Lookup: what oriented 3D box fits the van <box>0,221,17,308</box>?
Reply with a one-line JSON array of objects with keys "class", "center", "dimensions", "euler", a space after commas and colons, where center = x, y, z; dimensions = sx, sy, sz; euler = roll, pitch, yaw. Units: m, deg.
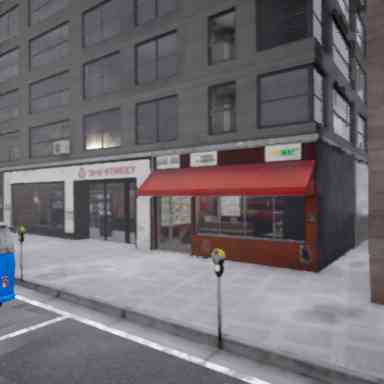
[{"class": "van", "center": [-5.113, 1.351, 6.519], "dimensions": [3.998, 1.788, 1.690], "euler": [0, -1, 36]}]
